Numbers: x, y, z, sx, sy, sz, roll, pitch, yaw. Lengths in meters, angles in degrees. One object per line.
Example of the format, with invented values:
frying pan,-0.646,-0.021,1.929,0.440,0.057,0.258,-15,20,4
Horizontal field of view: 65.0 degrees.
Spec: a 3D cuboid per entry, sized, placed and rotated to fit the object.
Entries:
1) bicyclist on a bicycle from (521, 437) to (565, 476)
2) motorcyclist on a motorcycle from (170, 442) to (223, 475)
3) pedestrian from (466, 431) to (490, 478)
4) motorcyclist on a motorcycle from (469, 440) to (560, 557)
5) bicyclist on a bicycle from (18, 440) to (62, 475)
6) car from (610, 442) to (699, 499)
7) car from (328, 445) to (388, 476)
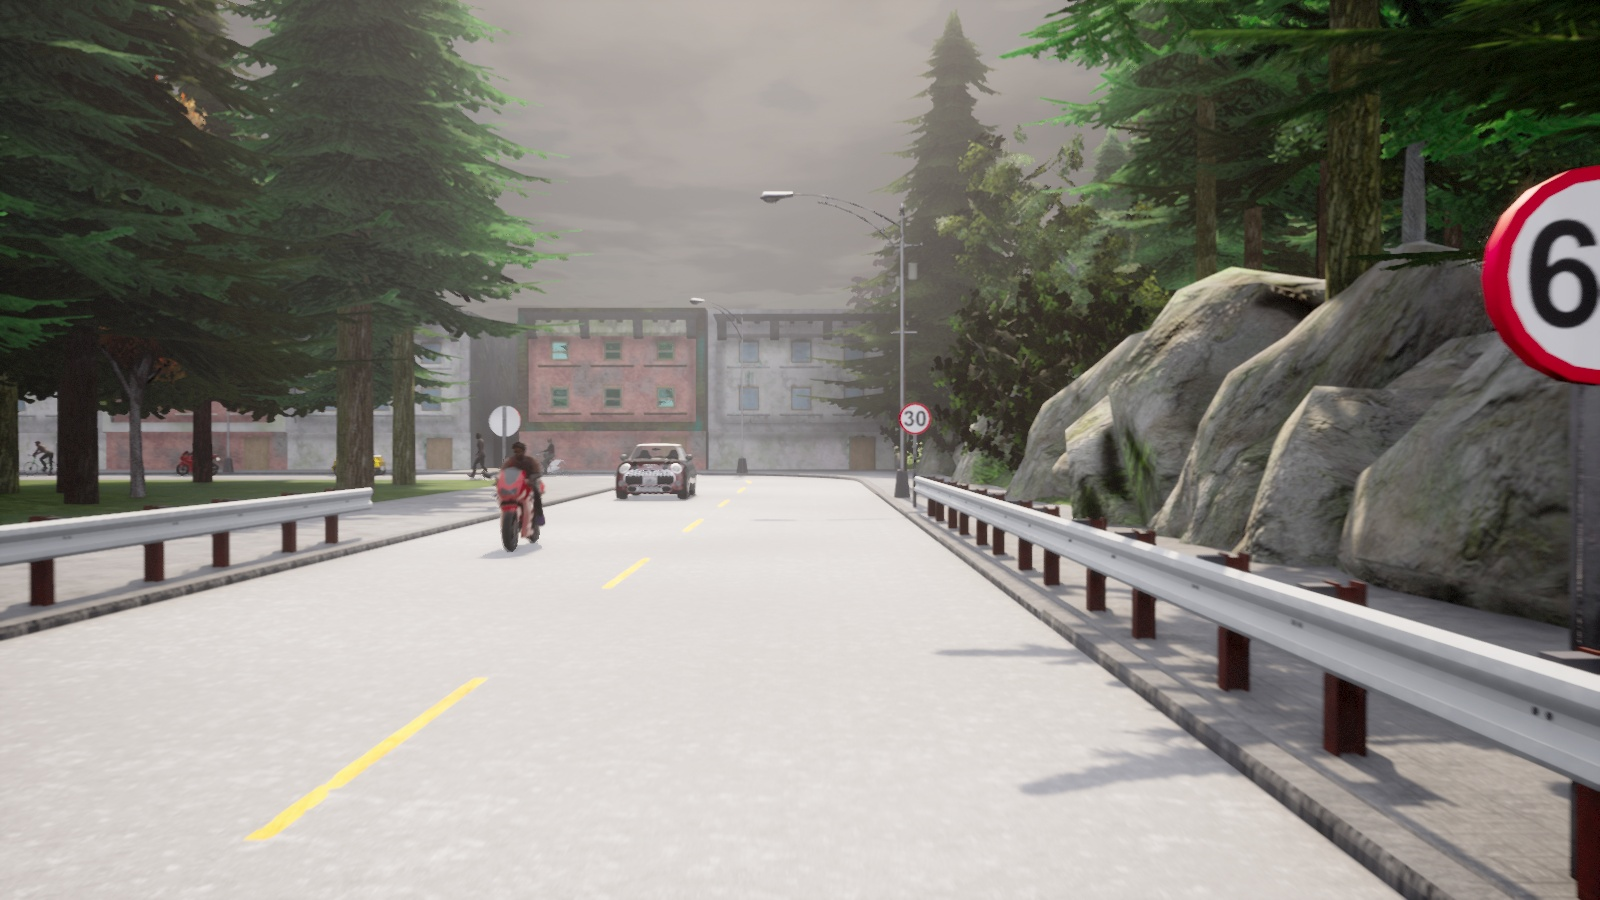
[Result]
bicyclist on a bicycle,-11.731,0.285,57.400,1.843,1.776,0.659,0,1,5
motorcyclist on a motorcycle,-27.730,0.382,57.720,2.044,1.523,0.797,0,0,0
pedestrian,-12.376,0.174,48.261,0.869,1.805,0.328,0,0,0
motorcyclist on a motorcycle,-3.930,0.626,17.453,0.797,1.523,2.044,0,1,0
bicyclist on a bicycle,-34.969,0.346,57.782,1.656,1.620,0.582,0,0,0
car,-3.885,0.517,34.081,1.970,1.475,3.806,0,0,0
car,-20.266,0.460,57.644,2.207,1.376,1.481,0,0,1
